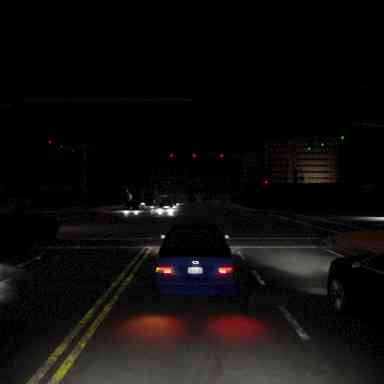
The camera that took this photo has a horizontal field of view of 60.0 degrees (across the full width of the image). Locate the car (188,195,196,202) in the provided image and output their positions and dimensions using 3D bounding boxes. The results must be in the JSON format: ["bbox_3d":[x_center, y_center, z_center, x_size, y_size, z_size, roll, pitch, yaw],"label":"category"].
[{"bbox_3d":[-0.072,1.531,74.382,2.033,1.411,5.357,0,0,0],"label":"car"}]

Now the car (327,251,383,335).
[{"bbox_3d":[3.558,1.491,4.640,2.128,1.511,4.902,0,0,0],"label":"car"}]

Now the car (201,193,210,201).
[{"bbox_3d":[3.418,1.228,84.631,2.097,1.767,4.553,0,0,0],"label":"car"}]

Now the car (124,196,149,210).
[{"bbox_3d":[-7.182,1.547,42.326,2.033,1.411,5.357,0,0,2],"label":"car"}]

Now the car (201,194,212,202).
[{"bbox_3d":[3.428,1.344,74.675,2.097,1.767,4.553,0,0,0],"label":"car"}]

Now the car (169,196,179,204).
[{"bbox_3d":[-3.586,1.505,66.939,1.837,1.490,4.892,0,0,0],"label":"car"}]

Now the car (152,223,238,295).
[{"bbox_3d":[0.074,1.547,8.882,2.033,1.411,5.357,0,0,0],"label":"car"}]

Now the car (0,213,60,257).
[{"bbox_3d":[-7.112,1.547,13.297,2.033,1.411,5.357,0,0,0],"label":"car"}]

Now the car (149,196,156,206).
[{"bbox_3d":[-7.139,1.504,55.360,1.837,1.490,4.892,0,0,0],"label":"car"}]

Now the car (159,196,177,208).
[{"bbox_3d":[-3.645,1.601,47.576,1.895,1.301,4.718,0,0,0],"label":"car"}]

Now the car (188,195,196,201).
[{"bbox_3d":[-0.082,1.425,84.656,1.994,1.385,4.181,0,0,0],"label":"car"}]

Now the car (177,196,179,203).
[{"bbox_3d":[-3.639,1.491,56.893,2.128,1.511,4.902,0,0,0],"label":"car"}]
